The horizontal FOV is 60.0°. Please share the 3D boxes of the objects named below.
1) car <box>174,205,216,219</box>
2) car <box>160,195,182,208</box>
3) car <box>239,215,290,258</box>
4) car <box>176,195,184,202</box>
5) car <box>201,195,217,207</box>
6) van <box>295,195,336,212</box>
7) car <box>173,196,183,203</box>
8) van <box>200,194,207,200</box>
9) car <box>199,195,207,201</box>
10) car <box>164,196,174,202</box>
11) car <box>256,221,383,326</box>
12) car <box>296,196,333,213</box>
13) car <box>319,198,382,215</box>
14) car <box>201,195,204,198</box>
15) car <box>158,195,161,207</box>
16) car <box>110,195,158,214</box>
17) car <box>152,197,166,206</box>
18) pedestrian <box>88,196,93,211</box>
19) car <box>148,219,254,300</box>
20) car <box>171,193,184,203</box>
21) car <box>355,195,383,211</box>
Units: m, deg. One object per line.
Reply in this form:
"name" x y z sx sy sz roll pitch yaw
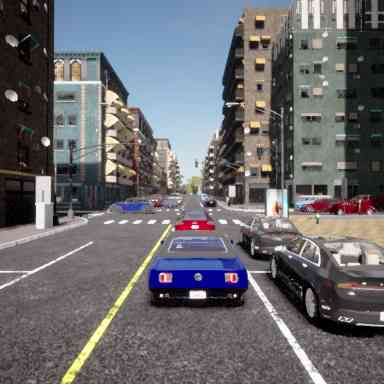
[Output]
"car" 0.140 1.570 17.210 1.994 1.385 4.181 0 0 0
"car" -2.974 1.565 48.709 2.033 1.411 5.357 0 0 1
"car" 2.863 1.555 12.530 2.008 1.369 4.403 1 0 0
"car" -2.791 1.532 79.061 1.837 1.490 4.892 0 0 0
"car" 2.835 1.585 50.724 1.947 1.339 4.313 1 0 0
"van" 13.863 1.296 37.514 3.998 1.788 1.690 0 0 1
"car" -2.827 1.591 68.652 1.994 1.385 4.181 0 0 0
"van" 2.911 1.373 78.580 1.690 1.788 3.998 1 0 0
"car" 2.938 1.581 89.721 1.887 1.381 4.507 1 0 0
"car" -5.471 1.597 78.641 1.947 1.339 4.313 1 0 0
"car" 2.848 1.553 6.961 2.008 1.369 4.403 1 0 0
"car" 13.655 1.444 34.932 4.674 1.442 1.812 0 -1 1
"car" 13.780 1.413 29.133 4.206 1.307 1.802 0 0 1
"car" 2.849 1.603 56.294 1.802 1.307 4.206 1 0 0
"car" -5.541 1.334 50.786 2.192 1.841 5.009 1 0 0
"car" -6.313 1.426 35.131 4.553 1.767 2.097 0 -1 1
"car" -5.530 1.566 56.357 1.887 1.381 4.507 1 0 0
"pedestrian" -12.421 1.347 40.729 0.375 1.860 0.375 0 0 1
"car" 0.121 1.603 8.347 1.895 1.301 4.718 0 0 0
"car" -2.923 1.244 58.710 2.150 2.045 5.566 0 0 1
"car" 19.390 1.228 37.460 5.009 1.841 2.192 0 0 1
